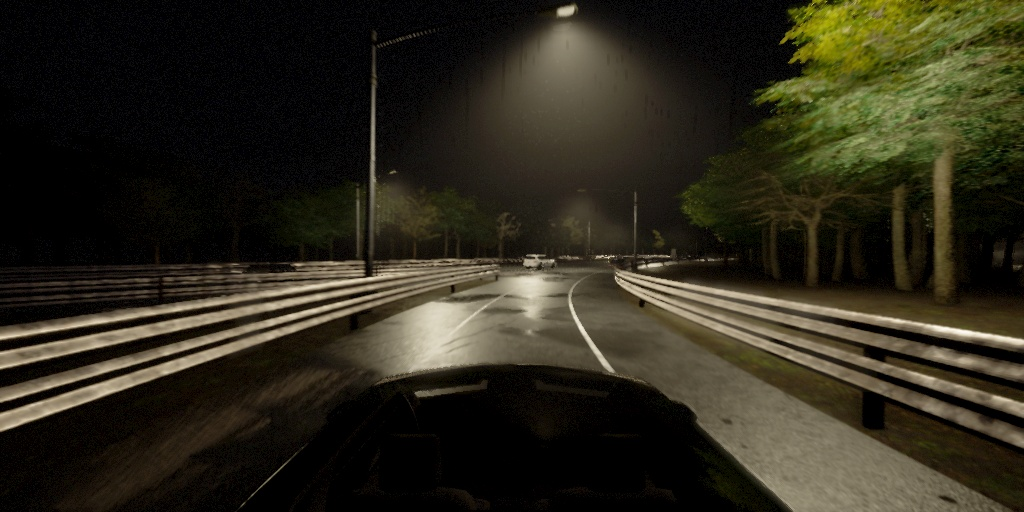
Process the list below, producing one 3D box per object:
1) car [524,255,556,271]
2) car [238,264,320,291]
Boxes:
[{"bbox_3d":[3.820,0.853,48.704,2.150,2.045,5.566,1,1,38],"label":"car"},{"bbox_3d":[-15.458,1.285,24.108,2.097,1.767,4.553,1,1,38],"label":"car"}]
